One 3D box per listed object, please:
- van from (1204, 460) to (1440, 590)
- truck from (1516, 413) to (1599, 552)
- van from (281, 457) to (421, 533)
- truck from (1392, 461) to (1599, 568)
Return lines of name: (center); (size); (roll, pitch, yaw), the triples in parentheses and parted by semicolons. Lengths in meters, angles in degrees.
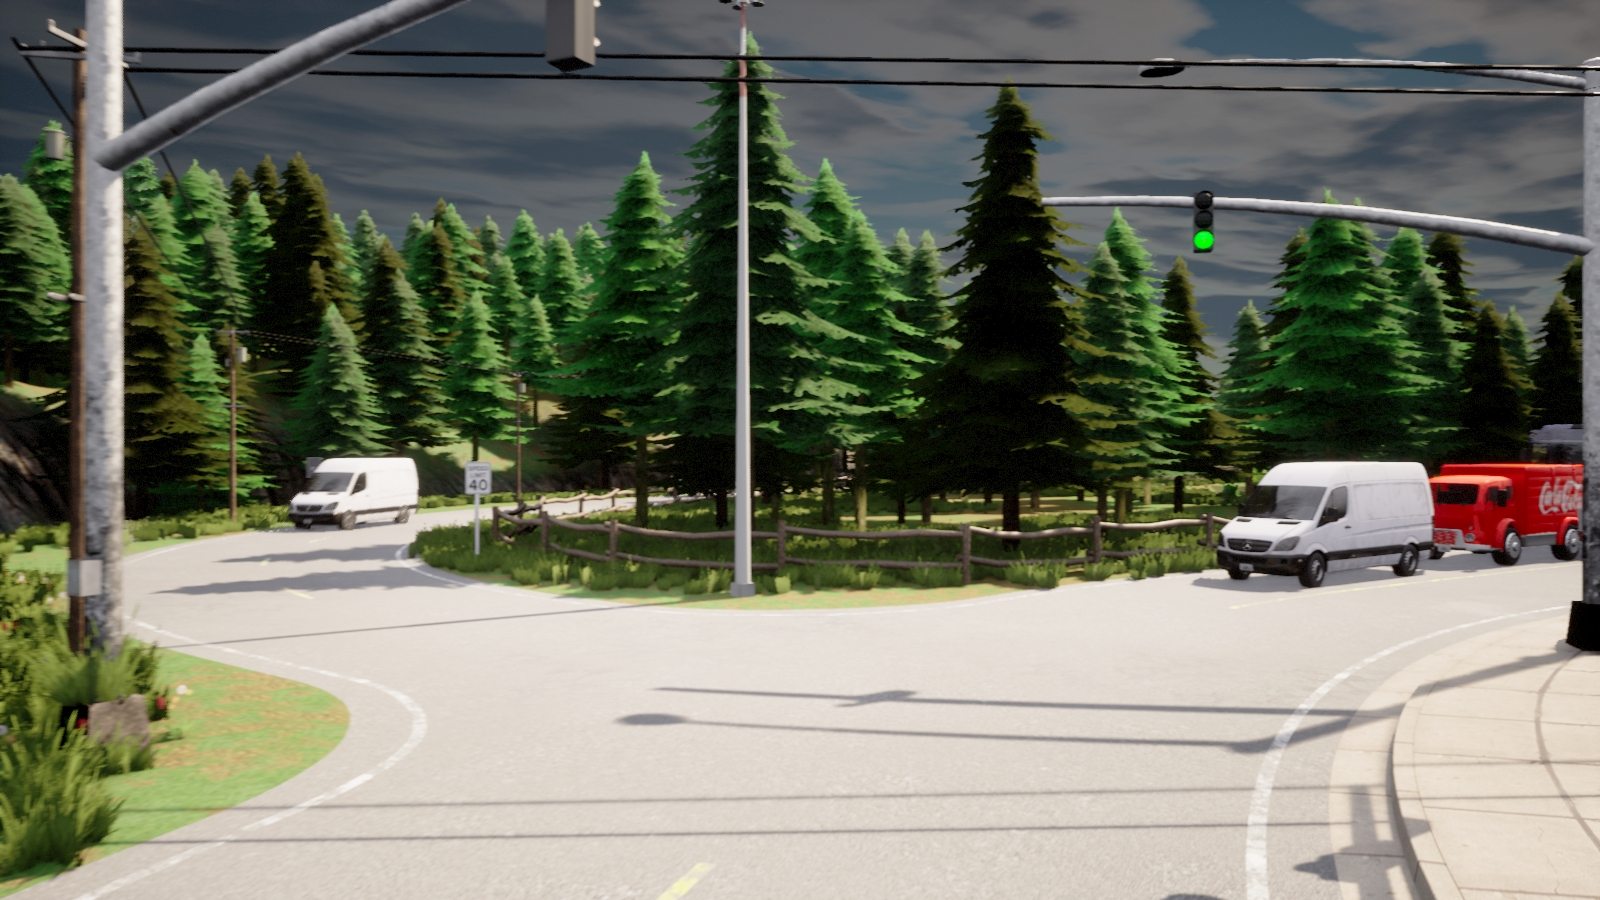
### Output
van: (11.670, 1.531, 25.355); (5.915, 2.561, 1.988); (0, 0, -34)
truck: (25.081, 0.899, 34.166); (8.468, 3.827, 2.891); (0, 0, -33)
van: (-16.419, 1.558, 42.230); (1.988, 2.561, 5.915); (0, 0, 11)
truck: (18.095, 1.566, 29.626); (5.204, 2.467, 2.627); (0, 0, -33)
